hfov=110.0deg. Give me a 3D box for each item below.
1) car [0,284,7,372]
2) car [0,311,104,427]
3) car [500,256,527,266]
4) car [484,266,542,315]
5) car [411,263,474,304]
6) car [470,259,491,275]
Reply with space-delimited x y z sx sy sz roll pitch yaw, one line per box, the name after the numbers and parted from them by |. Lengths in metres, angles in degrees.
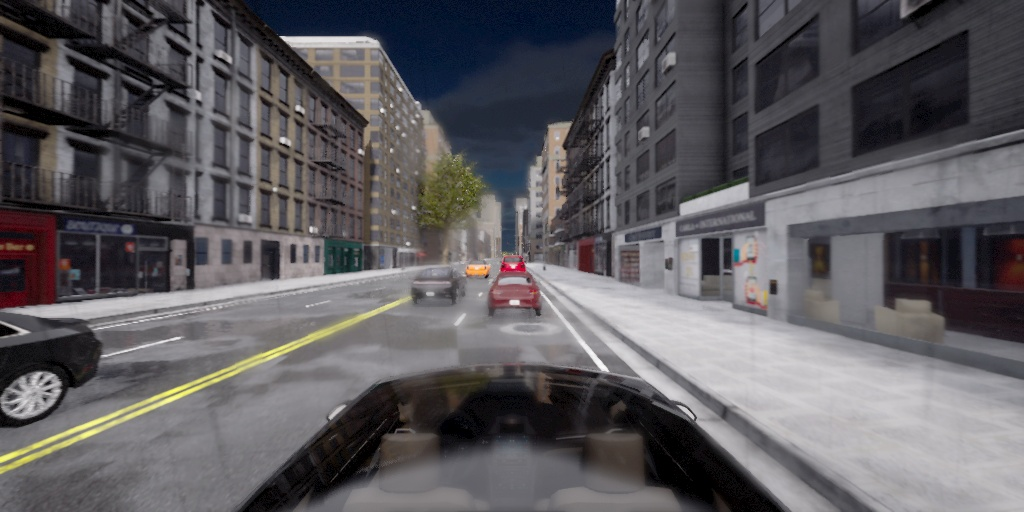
-9.850 1.242 3.786 2.128 1.511 4.902 0 0 0 | car
-6.600 1.255 2.881 1.837 1.490 4.892 0 0 0 | car
0.097 0.994 31.694 2.150 2.045 5.566 0 0 0 | car
0.098 1.281 13.468 1.812 1.442 4.674 0 0 0 | car
-3.152 1.248 16.243 2.128 1.511 4.902 0 0 0 | car
-3.153 1.128 34.236 2.097 1.767 4.553 0 0 0 | car
